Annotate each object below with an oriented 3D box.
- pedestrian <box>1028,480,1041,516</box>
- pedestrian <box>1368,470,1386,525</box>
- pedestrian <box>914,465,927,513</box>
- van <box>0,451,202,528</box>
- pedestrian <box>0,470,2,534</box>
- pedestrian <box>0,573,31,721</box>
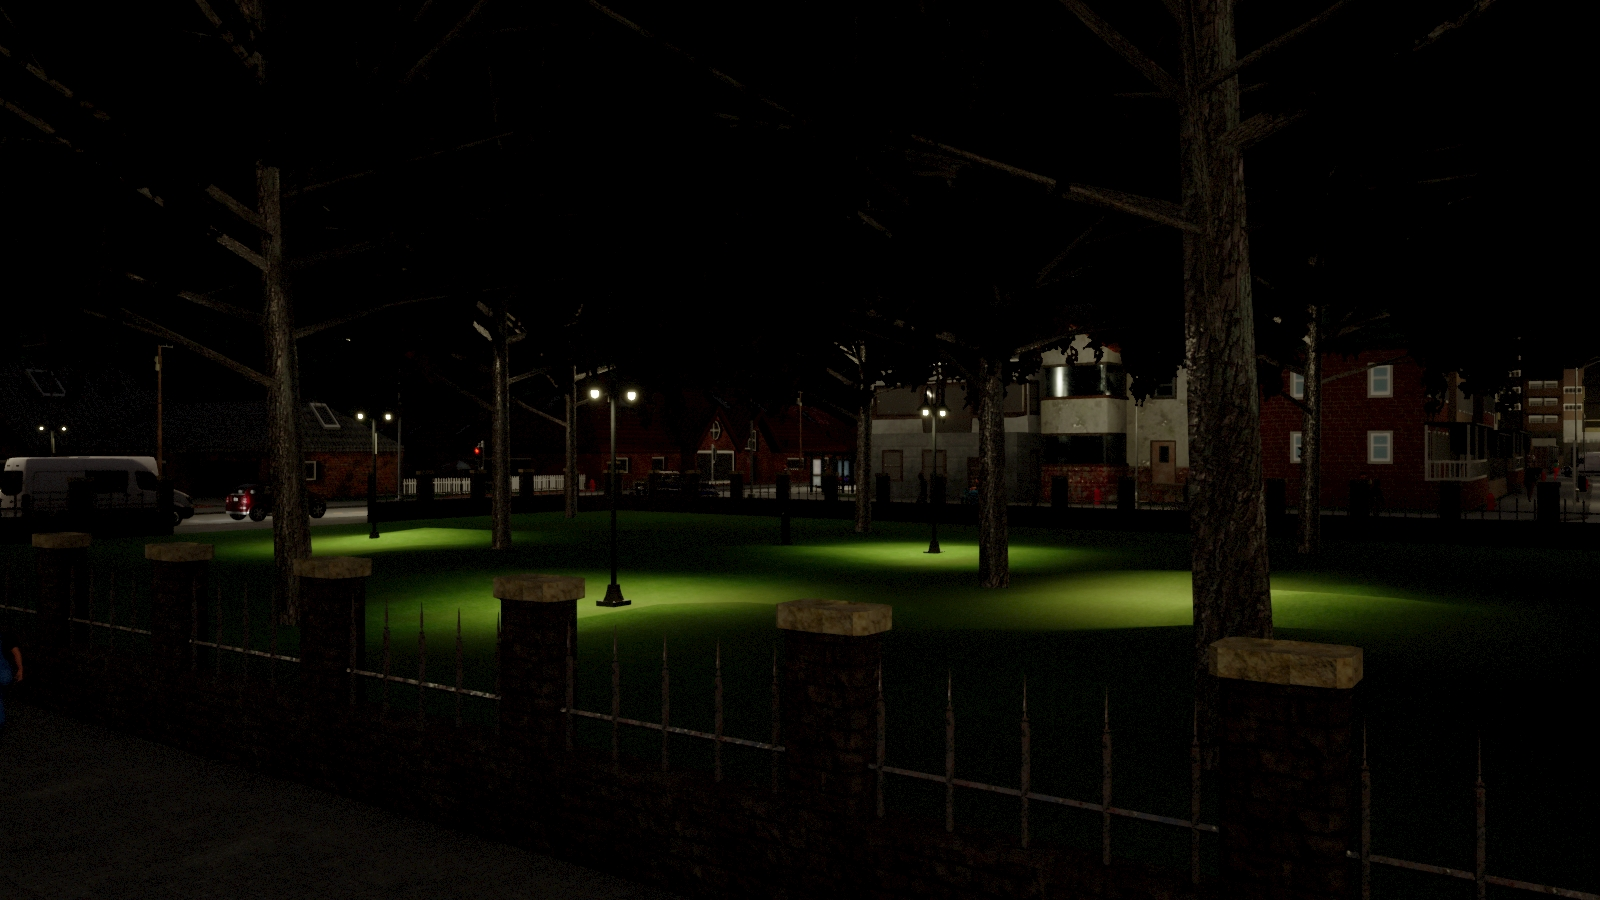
[{"bbox_3d":[8.831,1.804,42.986,0.375,1.300,0.375,0,0,29],"label":"pedestrian"},{"bbox_3d":[19.678,1.628,38.967,0.375,1.860,0.375,0,0,-25],"label":"pedestrian"},{"bbox_3d":[4.740,1.524,44.882,0.375,1.860,0.375,0,0,35],"label":"pedestrian"},{"bbox_3d":[-24.847,1.314,40.778,1.988,2.561,5.915,0,0,36],"label":"van"},{"bbox_3d":[-23.612,1.525,33.418,0.375,1.860,0.375,0,0,42],"label":"pedestrian"},{"bbox_3d":[-7.355,1.805,10.491,0.375,1.300,0.375,0,0,34],"label":"pedestrian"}]
